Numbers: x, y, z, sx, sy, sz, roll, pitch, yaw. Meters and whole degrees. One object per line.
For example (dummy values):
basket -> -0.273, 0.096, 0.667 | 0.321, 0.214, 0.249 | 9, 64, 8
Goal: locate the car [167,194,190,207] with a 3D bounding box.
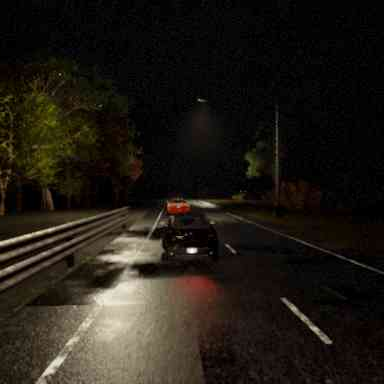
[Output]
car -> -1.331, 1.365, 32.313 | 2.097, 1.767, 4.553 | 0, 0, -3

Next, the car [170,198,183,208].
car -> -2.398, 1.613, 50.290 | 1.895, 1.301, 4.718 | 0, 0, -3

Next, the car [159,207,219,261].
car -> -0.147, 1.511, 12.422 | 1.837, 1.490, 4.892 | 0, 0, -3
